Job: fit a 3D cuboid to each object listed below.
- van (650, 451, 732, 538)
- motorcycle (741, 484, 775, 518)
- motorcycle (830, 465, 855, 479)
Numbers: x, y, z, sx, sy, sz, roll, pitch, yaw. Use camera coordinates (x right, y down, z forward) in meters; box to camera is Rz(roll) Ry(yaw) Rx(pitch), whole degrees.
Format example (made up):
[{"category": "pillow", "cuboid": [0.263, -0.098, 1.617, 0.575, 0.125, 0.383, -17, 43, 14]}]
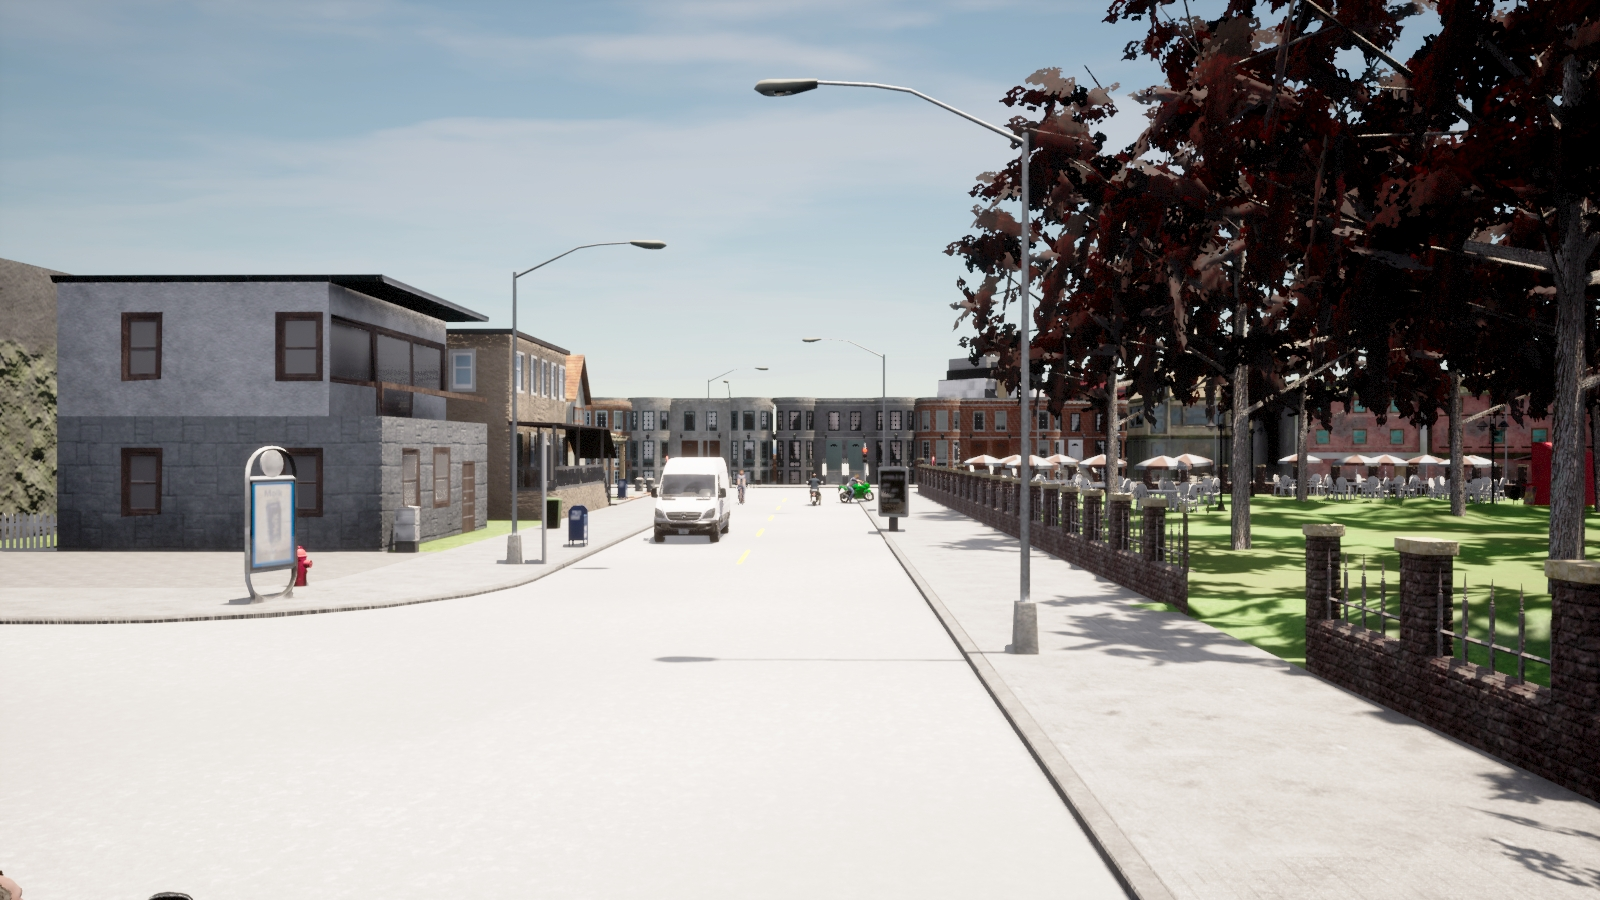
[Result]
[{"category": "van", "cuboid": [-3.393, 1.314, 36.728, 1.988, 2.561, 5.915, 0, 0, 1]}, {"category": "motorcycle", "cuboid": [-1.677, 1.985, 45.065, 0.867, 1.251, 2.209, 0, 0, -15]}, {"category": "motorcycle", "cuboid": [3.779, 1.939, 101.151, 2.033, 1.145, 0.803, -5, -2, 27]}]
